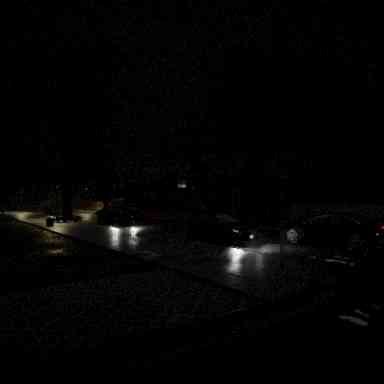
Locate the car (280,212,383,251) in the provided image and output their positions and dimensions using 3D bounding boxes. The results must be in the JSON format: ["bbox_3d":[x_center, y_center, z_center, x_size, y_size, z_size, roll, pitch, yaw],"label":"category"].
[{"bbox_3d":[6.374,1.678,15.079,2.128,1.511,4.902,-1,-1,-43],"label":"car"}]

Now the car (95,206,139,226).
[{"bbox_3d":[-6.847,2.050,29.022,1.882,1.535,5.008,0,-1,-35],"label":"car"}]

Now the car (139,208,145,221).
[{"bbox_3d":[-6.524,2.115,33.503,1.882,1.535,5.008,0,-1,-35],"label":"car"}]

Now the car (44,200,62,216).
[{"bbox_3d":[-19.030,2.159,46.420,2.150,2.045,5.566,0,-1,-35],"label":"car"}]

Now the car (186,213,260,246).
[{"bbox_3d":[1.423,1.810,17.227,1.812,1.442,4.674,0,-1,-35],"label":"car"}]
